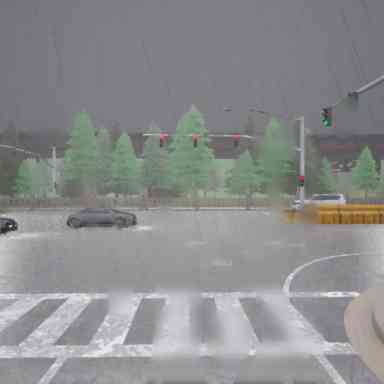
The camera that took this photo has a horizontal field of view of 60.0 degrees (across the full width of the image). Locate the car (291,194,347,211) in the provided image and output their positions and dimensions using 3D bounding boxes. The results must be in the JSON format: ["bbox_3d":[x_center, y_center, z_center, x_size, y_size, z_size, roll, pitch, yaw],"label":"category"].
[{"bbox_3d":[13.535,1.221,35.445,5.566,2.045,2.150,0,0,-2],"label":"car"}]

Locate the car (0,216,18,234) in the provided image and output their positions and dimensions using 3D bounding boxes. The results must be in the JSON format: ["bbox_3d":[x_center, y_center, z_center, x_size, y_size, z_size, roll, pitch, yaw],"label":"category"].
[{"bbox_3d":[-11.254,1.564,16.978,4.181,1.385,1.994,0,0,-2],"label":"car"}]

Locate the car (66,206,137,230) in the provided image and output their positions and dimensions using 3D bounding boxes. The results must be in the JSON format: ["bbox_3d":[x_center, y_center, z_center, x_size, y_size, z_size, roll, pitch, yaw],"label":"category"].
[{"bbox_3d":[-5.560,1.564,20.655,4.181,1.385,1.994,0,0,-2],"label":"car"}]
